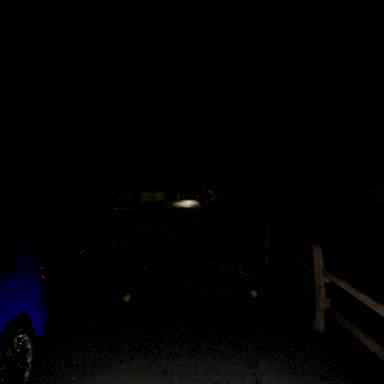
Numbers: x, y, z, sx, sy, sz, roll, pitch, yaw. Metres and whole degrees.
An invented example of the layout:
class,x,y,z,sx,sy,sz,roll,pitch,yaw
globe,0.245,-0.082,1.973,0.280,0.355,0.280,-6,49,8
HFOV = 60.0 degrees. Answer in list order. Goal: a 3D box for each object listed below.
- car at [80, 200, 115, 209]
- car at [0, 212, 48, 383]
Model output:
class,x,y,z,sx,sy,sz,roll,pitch,yaw
car,-14.156,1.921,50.043,4.718,1.301,1.895,0,1,0
car,-2.849,1.221,1.891,2.150,2.045,5.566,0,0,0
